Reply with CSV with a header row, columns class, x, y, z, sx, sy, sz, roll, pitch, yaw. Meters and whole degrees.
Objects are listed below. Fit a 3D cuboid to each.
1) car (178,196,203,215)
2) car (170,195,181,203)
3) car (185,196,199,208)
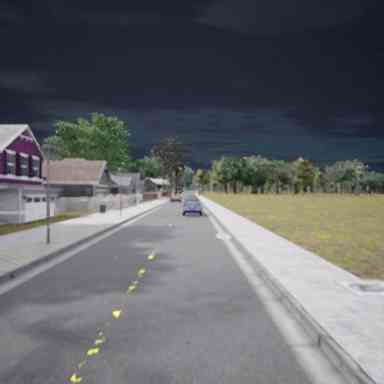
class,x,y,z,sx,sy,sz,roll,pitch,yaw
car,0.041,1.409,31.426,2.033,1.411,5.357,0,0,0
car,-2.910,1.200,60.648,1.882,1.535,5.008,0,0,0
car,0.005,1.302,45.462,1.837,1.490,4.892,0,1,0
